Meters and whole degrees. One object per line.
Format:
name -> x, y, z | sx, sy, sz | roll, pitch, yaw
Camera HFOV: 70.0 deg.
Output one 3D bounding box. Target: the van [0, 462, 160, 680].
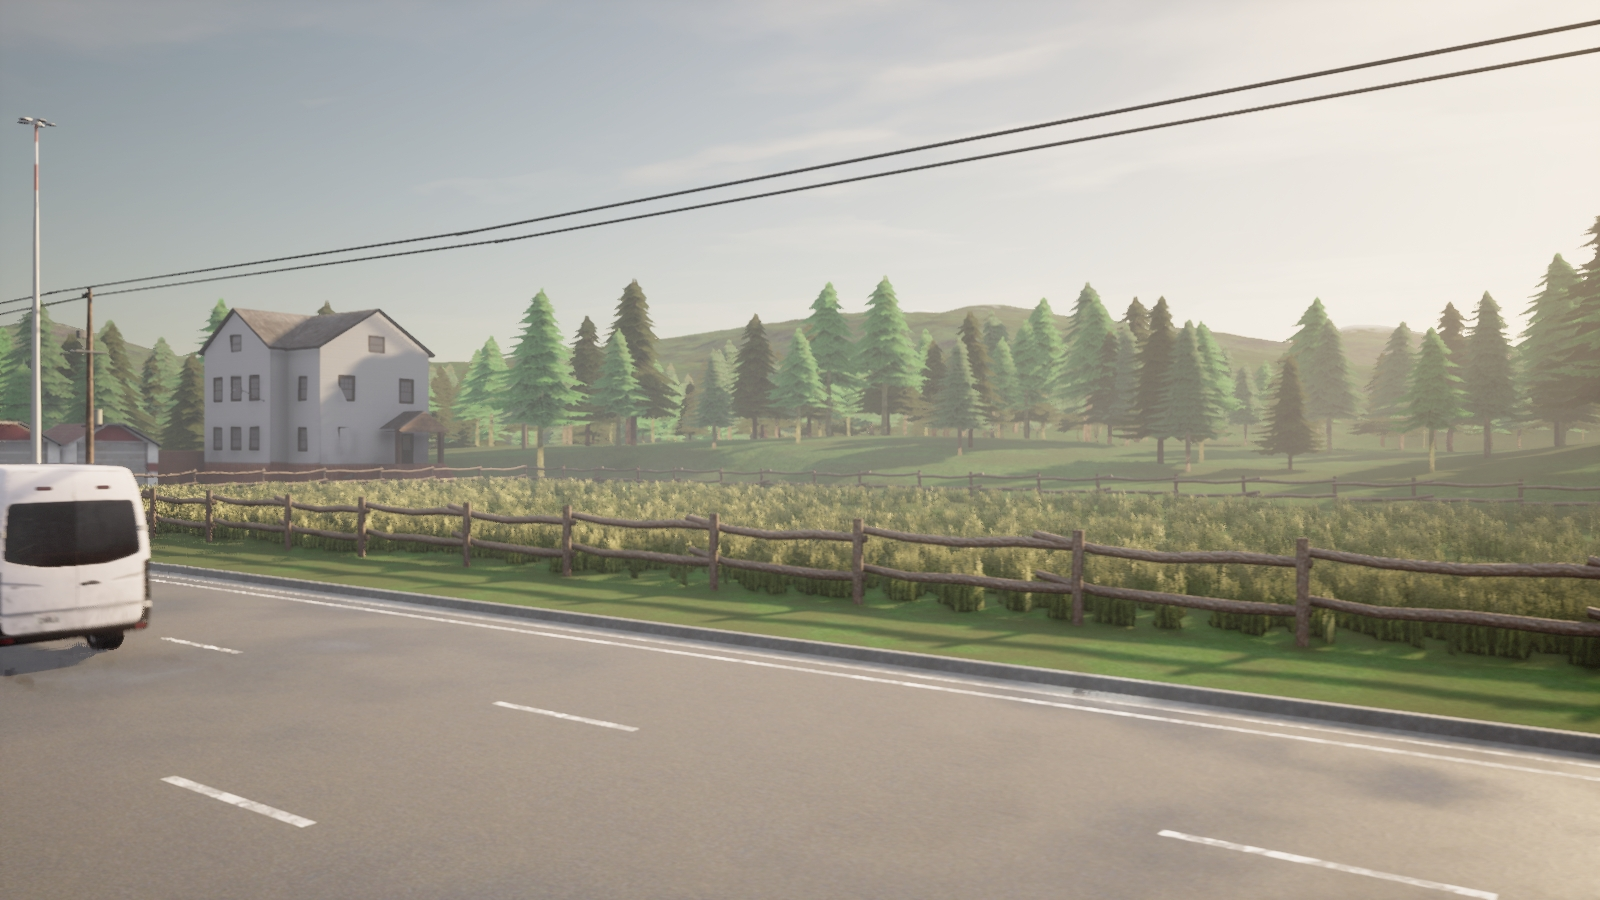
van -> -11.541, 1.478, 16.143 | 5.915, 2.561, 1.988 | 0, 0, 35
